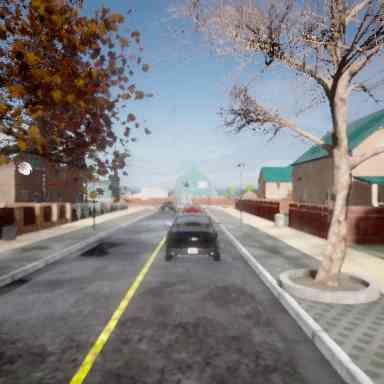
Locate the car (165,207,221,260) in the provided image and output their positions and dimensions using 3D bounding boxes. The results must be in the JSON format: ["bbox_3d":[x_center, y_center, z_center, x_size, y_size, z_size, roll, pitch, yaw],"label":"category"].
[{"bbox_3d":[0.043,1.561,12.648,1.837,1.490,4.892,0,0,0],"label":"car"}]

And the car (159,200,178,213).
[{"bbox_3d":[-2.810,1.774,40.438,1.837,1.490,4.892,0,-1,1],"label":"car"}]

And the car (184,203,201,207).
[{"bbox_3d":[0.040,1.685,28.184,1.812,1.442,4.674,0,0,0],"label":"car"}]
